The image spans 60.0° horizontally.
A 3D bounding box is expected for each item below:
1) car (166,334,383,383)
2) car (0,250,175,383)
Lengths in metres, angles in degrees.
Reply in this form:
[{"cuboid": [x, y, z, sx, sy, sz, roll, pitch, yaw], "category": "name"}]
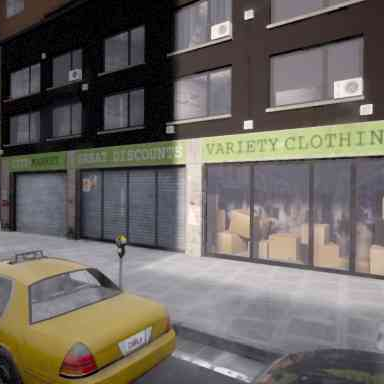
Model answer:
[{"cuboid": [2.248, 1.551, 1.521, 4.403, 1.369, 2.008, 0, 1, 35], "category": "car"}, {"cuboid": [-2.489, 1.524, 4.790, 4.829, 1.417, 1.752, 0, 1, 35], "category": "car"}]
